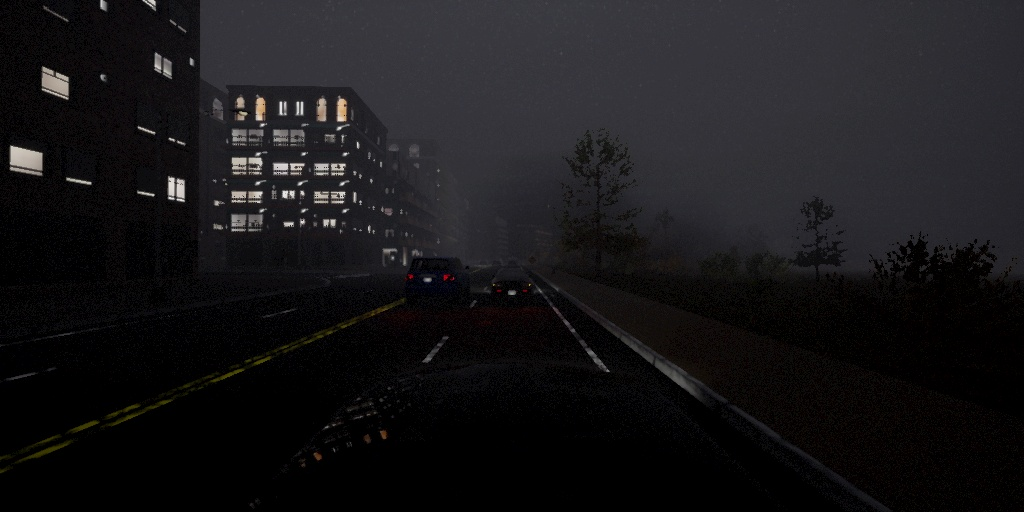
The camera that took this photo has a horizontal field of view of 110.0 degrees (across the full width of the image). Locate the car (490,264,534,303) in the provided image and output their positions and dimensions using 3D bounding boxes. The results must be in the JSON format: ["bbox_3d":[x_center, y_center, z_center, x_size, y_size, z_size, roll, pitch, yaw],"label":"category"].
[{"bbox_3d":[0.000,1.287,16.501,1.812,1.442,4.674,0,0,0],"label":"car"}]

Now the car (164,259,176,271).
[{"bbox_3d":[-37.673,0.884,37.412,4.207,1.307,1.802,0,0,-2],"label":"car"}]

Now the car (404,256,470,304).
[{"bbox_3d":[-3.250,1.011,16.531,2.150,2.045,5.566,0,0,0],"label":"car"}]

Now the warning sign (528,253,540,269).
[{"bbox_3d":[2.851,0.879,50.265,1.300,1.860,1.060,0,0,0],"label":"warning sign"}]
